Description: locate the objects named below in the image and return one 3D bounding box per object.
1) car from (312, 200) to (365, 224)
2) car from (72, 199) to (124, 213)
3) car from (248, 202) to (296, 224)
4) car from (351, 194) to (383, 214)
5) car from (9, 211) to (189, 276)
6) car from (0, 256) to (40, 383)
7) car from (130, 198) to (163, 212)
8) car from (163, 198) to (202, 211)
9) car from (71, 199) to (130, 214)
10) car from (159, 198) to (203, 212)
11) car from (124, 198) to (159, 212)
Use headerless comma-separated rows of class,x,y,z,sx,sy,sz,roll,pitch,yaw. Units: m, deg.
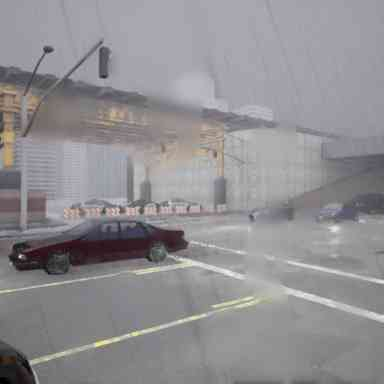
car,10.747,1.525,24.686,4.674,1.442,1.812,0,0,-41
car,-9.018,1.295,32.109,4.536,1.218,1.853,0,0,8
car,6.005,1.491,24.748,2.128,1.511,4.902,0,0,41
car,18.478,1.222,35.357,5.566,2.045,2.150,0,0,-37
car,-2.687,1.548,10.514,5.357,1.411,2.033,0,0,-34
car,-3.294,1.492,1.421,4.902,1.511,2.128,0,0,-35
car,-5.227,1.453,34.795,2.038,1.542,4.974,0,0,18
car,-1.376,1.295,38.556,4.536,1.218,1.853,0,0,-7
car,-8.967,1.453,32.102,4.974,1.542,2.038,0,0,8
car,-1.325,1.453,38.563,4.974,1.542,2.038,0,0,-7
car,-5.211,1.295,34.845,1.853,1.218,4.536,0,0,18
